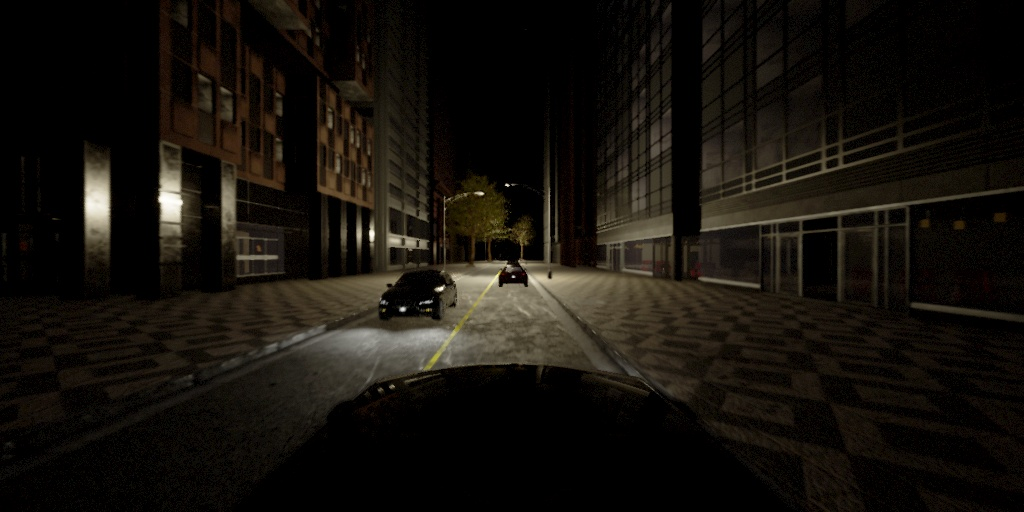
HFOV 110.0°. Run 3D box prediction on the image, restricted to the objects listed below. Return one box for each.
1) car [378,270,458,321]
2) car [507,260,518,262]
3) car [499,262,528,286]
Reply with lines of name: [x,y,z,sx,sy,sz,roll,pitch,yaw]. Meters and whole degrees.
car: [-3.085,1.256,12.578,1.837,1.490,4.892,0,0,0]
car: [0.105,1.258,46.899,1.837,1.490,4.892,0,0,0]
car: [0.097,1.316,25.135,1.994,1.385,4.181,0,0,0]
